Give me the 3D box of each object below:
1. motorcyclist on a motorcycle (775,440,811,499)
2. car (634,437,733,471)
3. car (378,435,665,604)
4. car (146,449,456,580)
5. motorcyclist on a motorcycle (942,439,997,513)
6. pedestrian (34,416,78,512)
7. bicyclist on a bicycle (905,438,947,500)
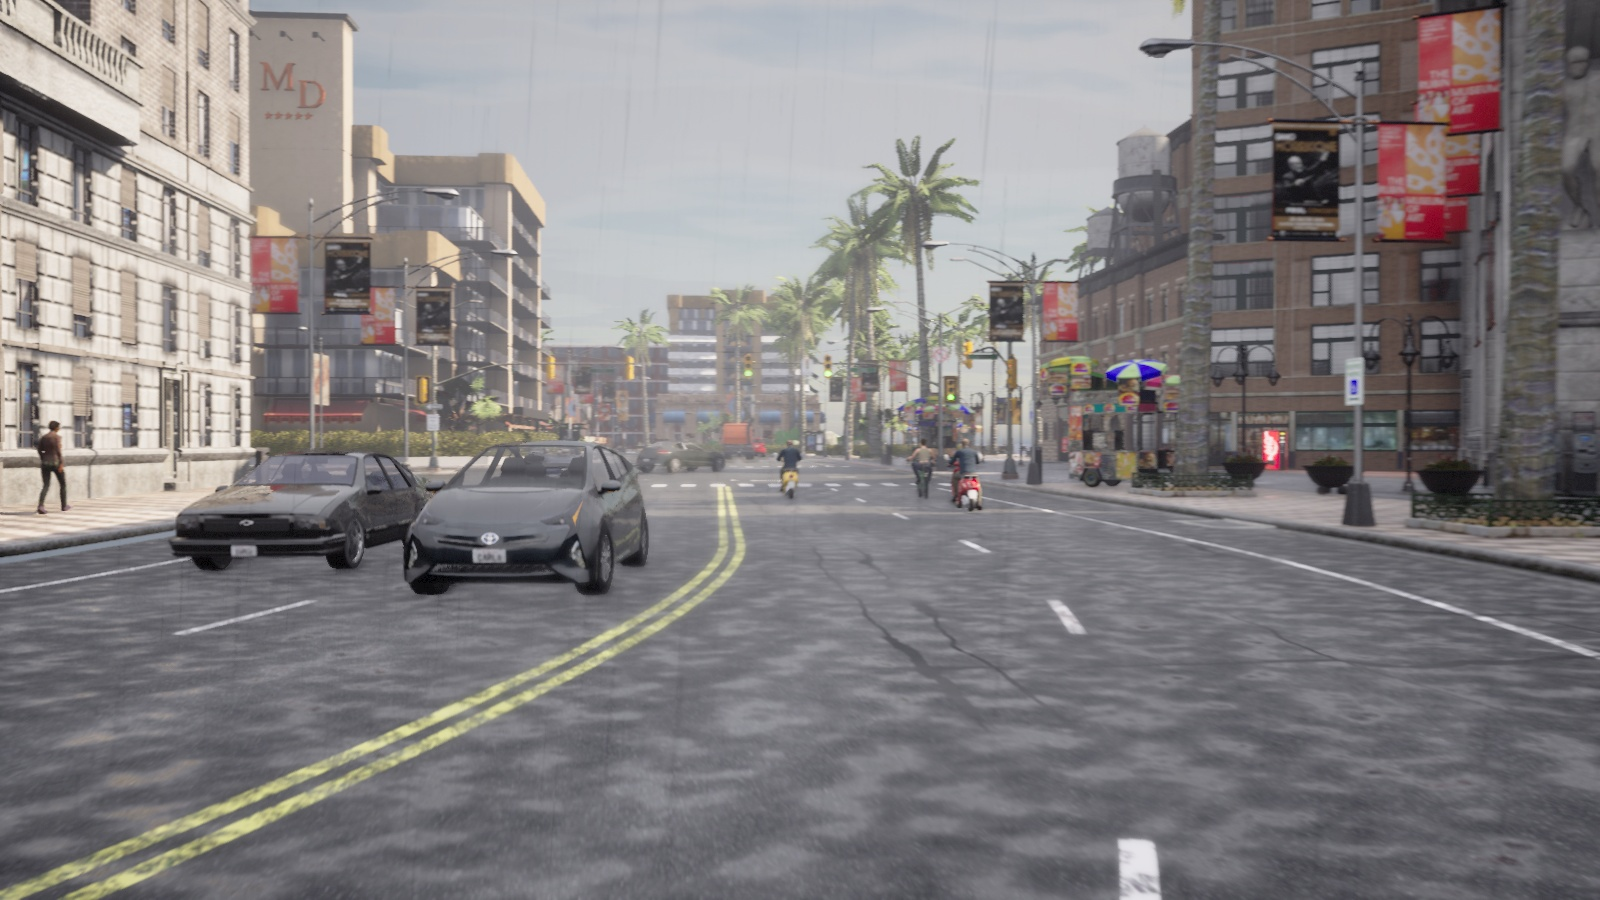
[{"bbox_3d":[-0.210,0.513,34.313,0.866,1.590,1.817,0,0,-4],"label":"motorcyclist on a motorcycle"},{"bbox_3d":[-5.856,0.174,63.832,2.152,1.651,5.027,0,0,37],"label":"car"},{"bbox_3d":[-2.774,0.617,13.648,2.007,1.525,4.514,0,0,2],"label":"car"},{"bbox_3d":[-6.192,0.701,16.422,2.033,1.411,5.357,0,0,-1],"label":"car"},{"bbox_3d":[3.717,0.551,27.701,0.866,1.590,1.817,0,0,-4],"label":"motorcyclist on a motorcycle"},{"bbox_3d":[-14.253,0.265,24.064,0.328,1.805,0.869,0,0,0],"label":"pedestrian"},{"bbox_3d":[3.356,0.502,33.558,0.866,1.612,1.509,0,0,-4],"label":"bicyclist on a bicycle"}]
